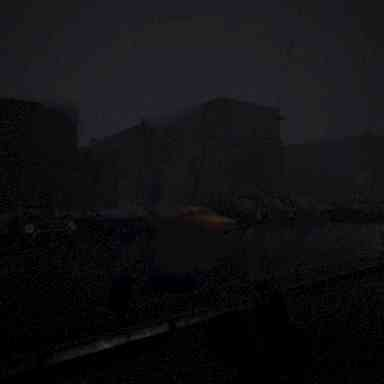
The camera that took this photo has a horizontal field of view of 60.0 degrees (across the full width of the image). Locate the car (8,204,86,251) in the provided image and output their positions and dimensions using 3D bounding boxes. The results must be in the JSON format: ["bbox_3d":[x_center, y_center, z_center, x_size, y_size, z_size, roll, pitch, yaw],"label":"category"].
[{"bbox_3d":[-6.473,1.361,14.293,2.185,1.767,4.553,0,0,-36],"label":"car"}]

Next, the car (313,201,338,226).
[{"bbox_3d":[6.994,1.328,23.886,2.435,2.045,5.566,1,-1,-36],"label":"car"}]

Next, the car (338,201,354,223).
[{"bbox_3d":[9.218,1.614,25.511,2.097,1.535,5.008,1,-1,-36],"label":"car"}]

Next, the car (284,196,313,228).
[{"bbox_3d":[4.757,1.295,22.281,2.435,2.045,5.566,1,0,-36],"label":"car"}]

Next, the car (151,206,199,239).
[{"bbox_3d":[-1.976,1.537,17.480,2.002,1.452,4.674,0,0,-36],"label":"car"}]

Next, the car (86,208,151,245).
[{"bbox_3d":[-4.212,1.489,15.871,2.097,1.535,5.008,0,0,-36],"label":"car"}]

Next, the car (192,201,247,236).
[{"bbox_3d":[0.372,1.503,18.940,1.946,1.575,5.366,0,0,-36],"label":"car"}]

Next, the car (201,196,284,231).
[{"bbox_3d":[2.517,1.273,20.673,2.435,2.045,5.566,1,0,-36],"label":"car"}]

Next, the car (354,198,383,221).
[{"bbox_3d":[13.673,1.582,28.754,2.185,1.767,4.553,1,-1,-36],"label":"car"}]

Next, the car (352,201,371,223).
[{"bbox_3d":[11.432,1.690,27.143,2.163,1.488,4.792,1,-1,-36],"label":"car"}]
